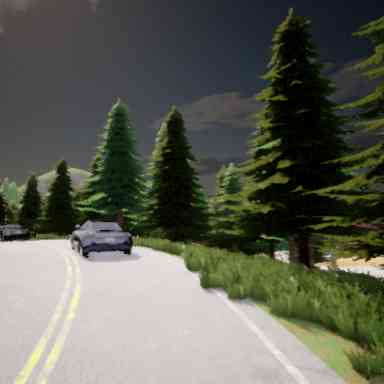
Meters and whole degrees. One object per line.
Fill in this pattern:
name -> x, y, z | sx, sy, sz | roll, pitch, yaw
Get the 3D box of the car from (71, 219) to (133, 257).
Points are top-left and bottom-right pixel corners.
car -> -3.971, 1.869, 14.312 | 1.994, 1.385, 4.181 | 2, -4, -26

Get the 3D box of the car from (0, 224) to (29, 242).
car -> -14.806, 3.242, 26.433 | 4.181, 1.385, 1.994 | -8, -8, 35
